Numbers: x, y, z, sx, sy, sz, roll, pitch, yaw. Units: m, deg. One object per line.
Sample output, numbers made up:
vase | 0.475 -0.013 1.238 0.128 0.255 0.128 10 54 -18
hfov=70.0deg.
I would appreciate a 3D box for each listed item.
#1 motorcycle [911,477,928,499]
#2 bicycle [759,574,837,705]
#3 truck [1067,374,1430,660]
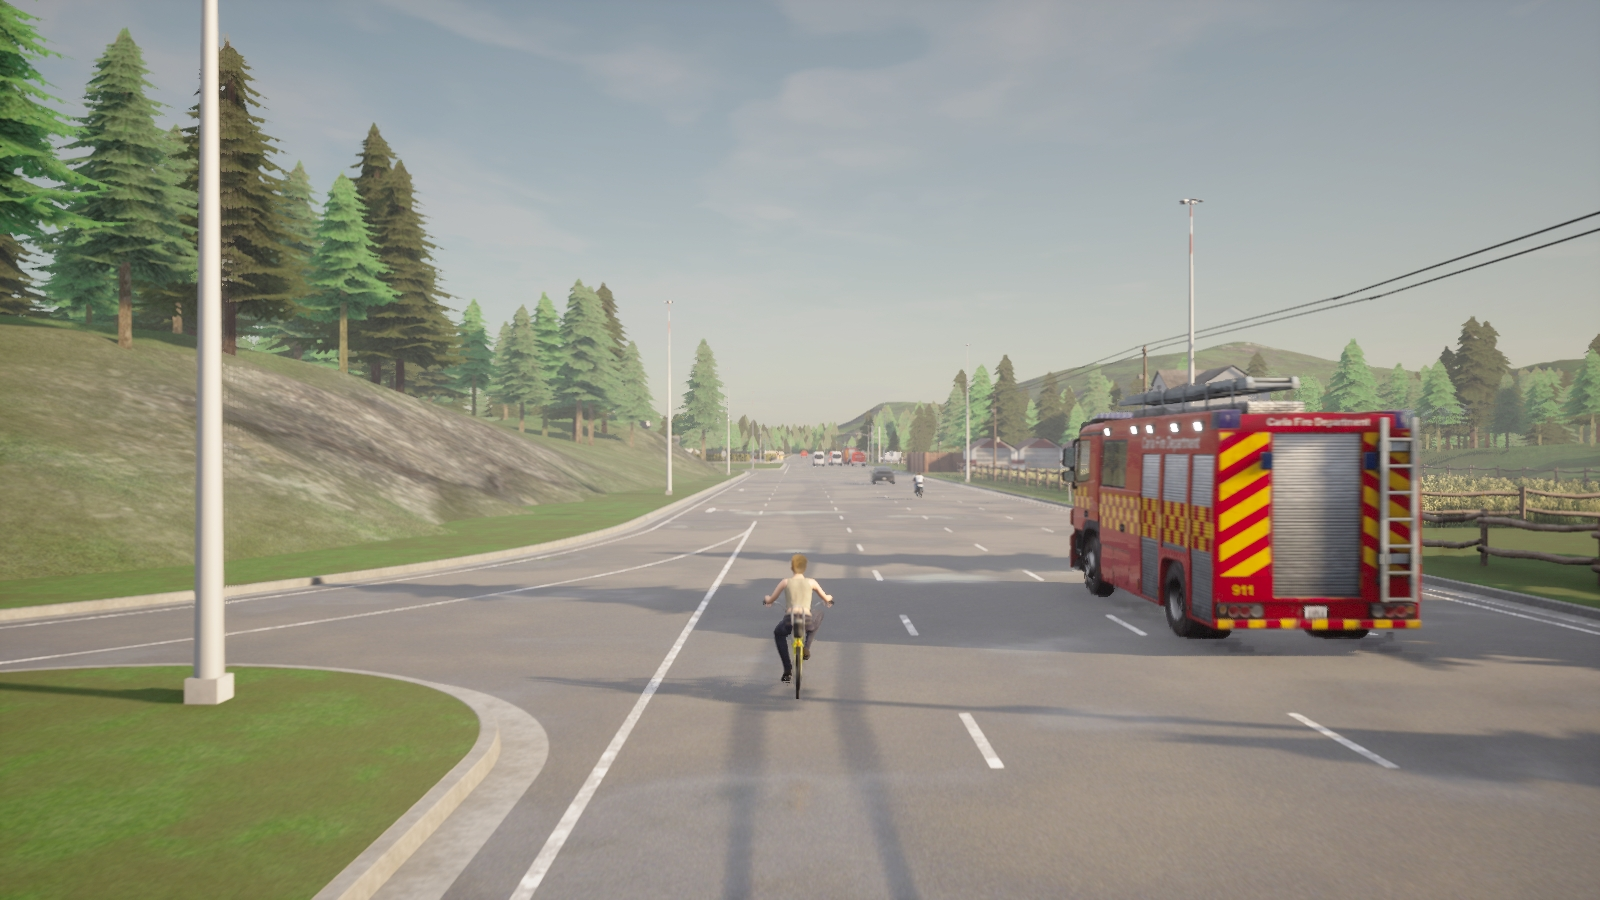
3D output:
motorcycle | 6.985 2.223 67.041 0.803 1.199 2.033 0 0 0
bicycle | -0.018 2.166 13.297 0.859 1.276 1.487 0 0 0
truck | 7.001 0.902 19.552 2.891 3.827 8.468 0 0 0
